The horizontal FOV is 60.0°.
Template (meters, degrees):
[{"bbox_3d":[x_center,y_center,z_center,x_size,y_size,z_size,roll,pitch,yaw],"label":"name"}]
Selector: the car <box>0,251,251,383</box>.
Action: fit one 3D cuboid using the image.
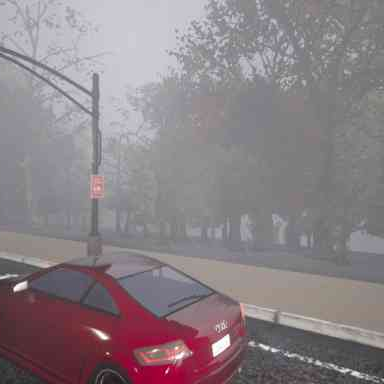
[{"bbox_3d":[-1.328,1.563,4.629,4.181,1.385,1.994,0,0,35],"label":"car"}]
